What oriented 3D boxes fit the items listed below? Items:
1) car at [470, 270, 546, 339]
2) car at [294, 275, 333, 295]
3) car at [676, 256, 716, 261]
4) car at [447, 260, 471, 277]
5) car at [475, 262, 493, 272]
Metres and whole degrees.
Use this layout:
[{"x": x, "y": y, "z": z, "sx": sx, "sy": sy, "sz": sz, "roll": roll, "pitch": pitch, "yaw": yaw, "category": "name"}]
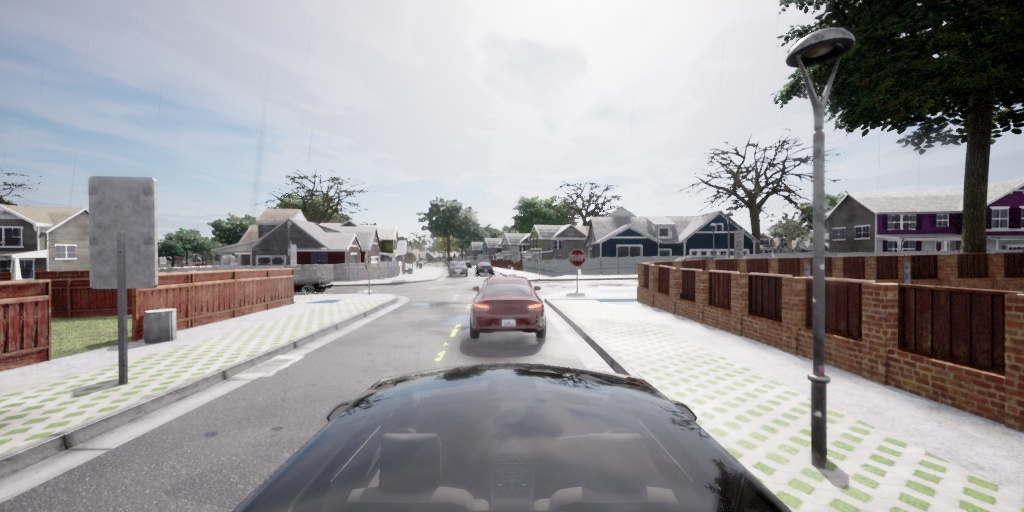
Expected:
[{"x": -0.136, "y": 1.280, "z": 10.022, "sx": 1.812, "sy": 1.442, "sz": 4.674, "roll": 0, "pitch": 0, "yaw": -2, "category": "car"}, {"x": -13.201, "y": 1.659, "z": 21.004, "sx": 4.718, "sy": 1.301, "sz": 1.895, "roll": -1, "pitch": 1, "yaw": -7, "category": "car"}, {"x": 11.902, "y": 0.814, "z": 24.527, "sx": 4.553, "sy": 1.767, "sz": 2.097, "roll": -1, "pitch": 1, "yaw": 4, "category": "car"}, {"x": -5.532, "y": 1.351, "z": 37.066, "sx": 2.128, "sy": 1.511, "sz": 4.902, "roll": 0, "pitch": 0, "yaw": -8, "category": "car"}, {"x": -3.167, "y": 1.400, "z": 41.054, "sx": 1.812, "sy": 1.442, "sz": 4.674, "roll": 0, "pitch": 0, "yaw": -8, "category": "car"}]
